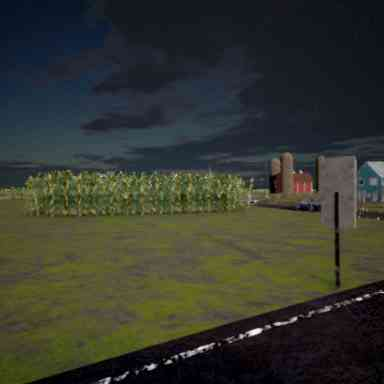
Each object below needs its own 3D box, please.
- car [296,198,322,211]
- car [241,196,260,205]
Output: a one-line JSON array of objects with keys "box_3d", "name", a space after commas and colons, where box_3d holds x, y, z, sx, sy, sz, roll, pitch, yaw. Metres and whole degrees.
[{"box_3d": [13.399, 1.399, 37.020, 1.994, 1.385, 4.181, -1, 0, -15], "name": "car"}, {"box_3d": [9.122, 1.312, 53.035, 2.128, 1.511, 4.902, -1, 0, -15], "name": "car"}]
